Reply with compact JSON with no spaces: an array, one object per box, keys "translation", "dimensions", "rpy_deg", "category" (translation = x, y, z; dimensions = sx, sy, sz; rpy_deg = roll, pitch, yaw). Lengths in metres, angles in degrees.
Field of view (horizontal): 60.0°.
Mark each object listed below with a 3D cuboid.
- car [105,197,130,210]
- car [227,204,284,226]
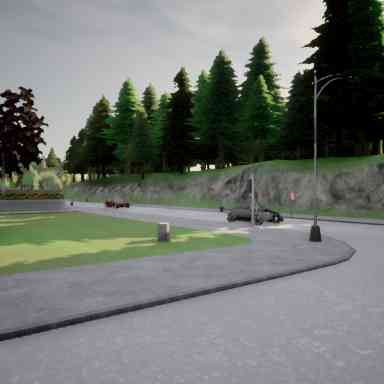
[{"translation":[-9.809,1.450,43.555],"dimensions":[1.882,1.535,5.008],"rpy_deg":[0,0,-35],"category":"car"},{"translation":[4.414,1.566,23.611],"dimensions":[1.994,1.385,4.181],"rpy_deg":[0,0,-35],"category":"car"}]
